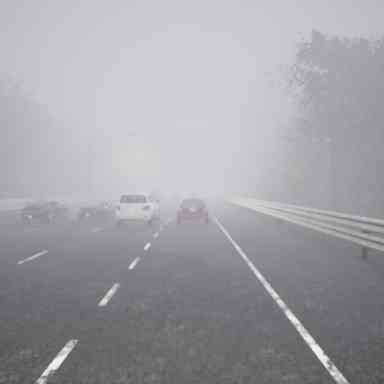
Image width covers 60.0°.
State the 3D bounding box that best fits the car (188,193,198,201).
[{"bbox_3d":[0.244,0.974,64.117,1.837,1.490,4.892,0,1,0],"label":"car"}]

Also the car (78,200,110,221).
[{"bbox_3d":[-6.921,1.319,24.445,1.812,1.442,4.674,0,1,0],"label":"car"}]

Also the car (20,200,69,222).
[{"bbox_3d":[-10.422,1.305,23.880,1.837,1.490,4.892,0,1,0],"label":"car"}]

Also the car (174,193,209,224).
[{"bbox_3d":[0.072,1.157,22.935,2.097,1.767,4.553,0,0,0],"label":"car"}]

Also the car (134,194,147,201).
[{"bbox_3d":[-10.238,1.050,66.488,1.895,1.301,4.718,0,0,0],"label":"car"}]

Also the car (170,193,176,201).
[{"bbox_3d":[-3.257,0.956,64.612,2.128,1.511,4.902,0,1,0],"label":"car"}]

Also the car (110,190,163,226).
[{"bbox_3d":[-3.431,1.039,21.810,2.150,2.045,5.566,0,1,0],"label":"car"}]
